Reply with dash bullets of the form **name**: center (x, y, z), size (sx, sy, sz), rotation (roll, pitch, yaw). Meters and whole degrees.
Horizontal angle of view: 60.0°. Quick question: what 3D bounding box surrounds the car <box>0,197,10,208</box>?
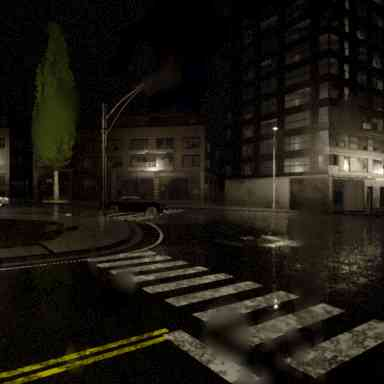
- **car**: center (-17.768, 0.669, 27.689), size (4.718, 1.301, 1.895), rotation (1, 0, 11)

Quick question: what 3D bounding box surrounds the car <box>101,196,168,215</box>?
- **car**: center (-4.218, 0.999, 24.973), size (4.718, 1.301, 1.895), rotation (1, 0, 11)
